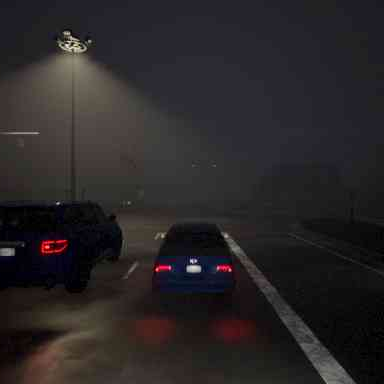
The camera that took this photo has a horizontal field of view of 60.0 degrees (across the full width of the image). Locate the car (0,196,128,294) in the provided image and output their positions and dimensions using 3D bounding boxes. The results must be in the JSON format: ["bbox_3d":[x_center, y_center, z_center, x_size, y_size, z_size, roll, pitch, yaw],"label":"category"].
[{"bbox_3d":[-3.443,1.222,8.928,2.150,2.045,5.566,0,0,1],"label":"car"}]

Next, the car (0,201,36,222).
[{"bbox_3d":[-14.994,1.557,27.731,1.812,1.442,4.674,0,0,0],"label":"car"}]

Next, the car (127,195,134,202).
[{"bbox_3d":[-14.992,1.525,78.397,2.128,1.511,4.902,0,0,0],"label":"car"}]

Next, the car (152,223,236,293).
[{"bbox_3d":[0.058,1.548,9.003,2.033,1.411,5.357,0,0,1],"label":"car"}]
